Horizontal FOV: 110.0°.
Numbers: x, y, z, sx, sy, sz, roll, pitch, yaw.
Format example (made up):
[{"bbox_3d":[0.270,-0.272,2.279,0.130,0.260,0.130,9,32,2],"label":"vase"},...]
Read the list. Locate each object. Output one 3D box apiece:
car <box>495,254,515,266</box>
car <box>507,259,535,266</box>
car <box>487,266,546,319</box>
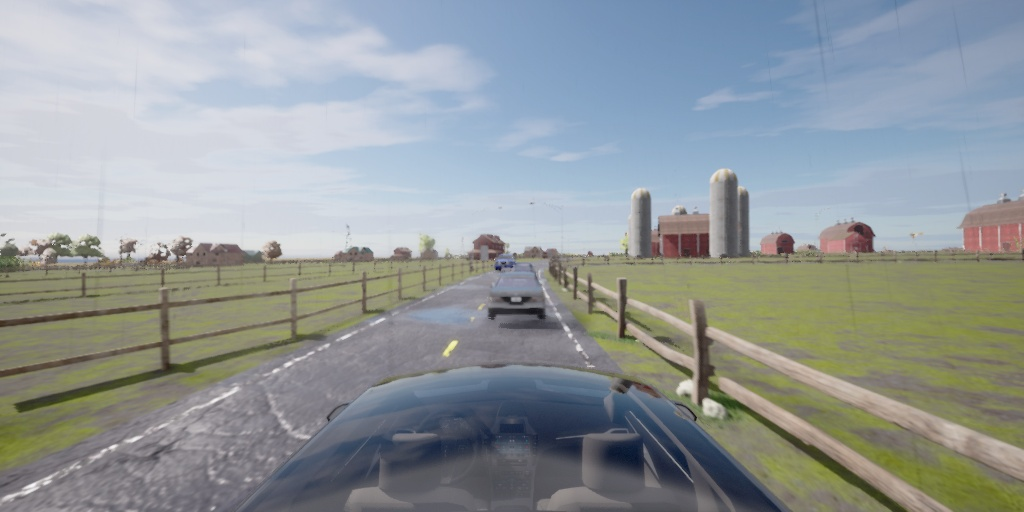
[{"bbox_3d":[-0.758,0.798,44.101,2.150,2.045,5.566,0,0,6],"label":"car"},{"bbox_3d":[0.980,1.203,29.531,1.994,1.385,4.181,0,0,4],"label":"car"},{"bbox_3d":[0.202,1.255,12.547,2.033,1.411,5.357,0,0,2],"label":"car"}]
